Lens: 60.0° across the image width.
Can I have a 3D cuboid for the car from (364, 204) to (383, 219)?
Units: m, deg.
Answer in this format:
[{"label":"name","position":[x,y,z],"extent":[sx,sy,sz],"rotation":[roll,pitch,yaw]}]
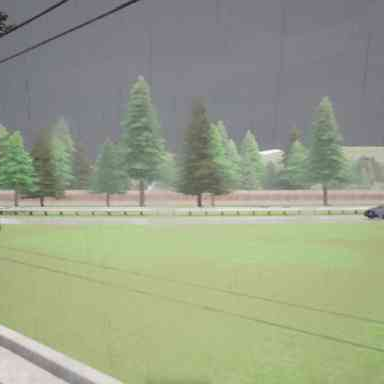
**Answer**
[{"label":"car","position":[16.265,1.565,26.993],"extent":[4.181,1.385,1.994],"rotation":[0,0,-11]}]
